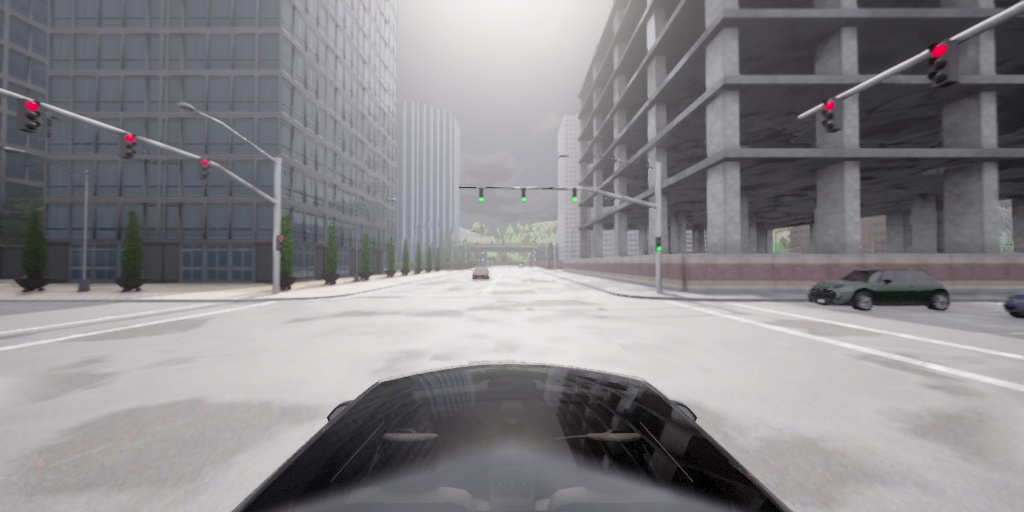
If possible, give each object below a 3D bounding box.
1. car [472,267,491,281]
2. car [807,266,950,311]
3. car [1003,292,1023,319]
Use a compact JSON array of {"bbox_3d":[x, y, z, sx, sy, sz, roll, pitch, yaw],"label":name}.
[{"bbox_3d":[-3.500,2.026,41.130,1.882,1.535,5.008,0,0,0],"label":"car"},{"bbox_3d":[15.277,1.320,15.155,4.553,1.767,2.097,0,-1,0],"label":"car"},{"bbox_3d":[19.151,1.428,11.649,4.674,1.442,1.812,0,-1,0],"label":"car"}]
